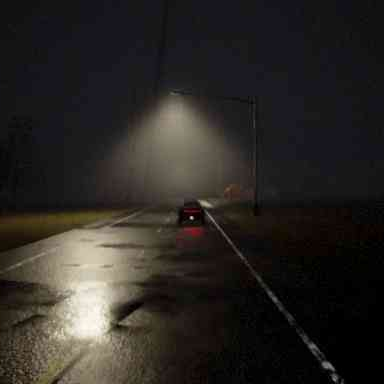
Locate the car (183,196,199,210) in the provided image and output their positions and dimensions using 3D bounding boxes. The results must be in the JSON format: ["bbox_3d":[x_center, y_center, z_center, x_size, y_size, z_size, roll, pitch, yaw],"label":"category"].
[{"bbox_3d":[-0.141,1.338,40.882,1.882,1.535,5.008,0,0,0],"label":"car"}]

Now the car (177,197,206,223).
[{"bbox_3d":[-0.041,1.423,24.396,1.837,1.490,4.892,0,1,0],"label":"car"}]
